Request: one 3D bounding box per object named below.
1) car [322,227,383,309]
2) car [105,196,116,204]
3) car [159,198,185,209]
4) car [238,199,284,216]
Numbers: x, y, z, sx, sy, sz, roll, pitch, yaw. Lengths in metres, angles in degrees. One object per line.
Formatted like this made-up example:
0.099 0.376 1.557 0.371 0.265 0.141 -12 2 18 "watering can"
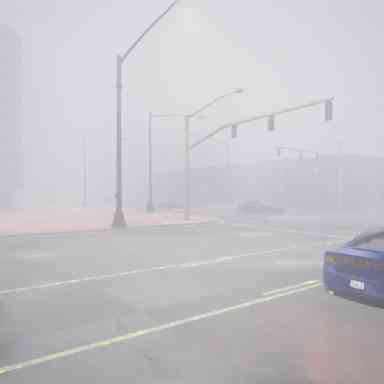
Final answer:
4.928 1.478 7.262 5.008 1.535 1.882 0 0 -35 "car"
-14.614 1.492 62.087 2.128 1.511 4.902 0 0 -35 "car"
-2.775 1.563 45.397 1.994 1.385 4.181 0 0 -35 "car"
6.626 1.477 32.247 1.882 1.535 5.008 0 0 -36 "car"
